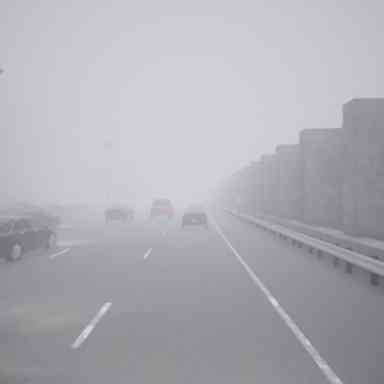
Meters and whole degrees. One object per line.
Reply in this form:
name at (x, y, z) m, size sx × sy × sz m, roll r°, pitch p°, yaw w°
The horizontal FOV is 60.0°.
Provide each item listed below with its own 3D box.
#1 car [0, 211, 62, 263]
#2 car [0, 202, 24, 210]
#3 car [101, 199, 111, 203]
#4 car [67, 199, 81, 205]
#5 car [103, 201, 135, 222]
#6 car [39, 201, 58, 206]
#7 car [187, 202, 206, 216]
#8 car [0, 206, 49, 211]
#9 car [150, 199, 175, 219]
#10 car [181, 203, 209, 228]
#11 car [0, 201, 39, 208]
car at (-6.898, 1.682, 12.758) m, size 1.837 × 1.490 × 4.892 m, roll 0°, pitch -1°, yaw 0°
car at (-30.824, 2.379, 56.776) m, size 1.895 × 1.301 × 4.718 m, roll 0°, pitch -1°, yaw 1°
car at (-21.039, 2.467, 81.688) m, size 2.097 × 1.767 × 4.553 m, roll 0°, pitch -1°, yaw -4°
car at (-27.794, 2.420, 78.279) m, size 2.097 × 1.767 × 4.553 m, roll 0°, pitch -1°, yaw -4°
car at (-6.649, 1.905, 31.023) m, size 1.882 × 1.535 × 5.008 m, roll 0°, pitch -1°, yaw 1°
car at (-23.816, 2.254, 55.037) m, size 1.837 × 1.490 × 4.892 m, roll 0°, pitch 1°, yaw 1°
car at (0.556, 2.051, 40.402) m, size 2.128 × 1.511 × 4.902 m, roll 0°, pitch -1°, yaw 1°
car at (-10.341, 1.844, 21.554) m, size 2.033 × 1.411 × 5.357 m, roll 0°, pitch -1°, yaw 1°
car at (-3.052, 1.711, 35.362) m, size 2.150 × 2.045 × 5.566 m, roll 0°, pitch -1°, yaw 1°
car at (0.224, 1.824, 25.056) m, size 1.882 × 1.535 × 5.008 m, roll 0°, pitch -1°, yaw 1°
car at (-20.657, 1.896, 39.682) m, size 2.097 × 1.767 × 4.553 m, roll 0°, pitch -1°, yaw 1°
